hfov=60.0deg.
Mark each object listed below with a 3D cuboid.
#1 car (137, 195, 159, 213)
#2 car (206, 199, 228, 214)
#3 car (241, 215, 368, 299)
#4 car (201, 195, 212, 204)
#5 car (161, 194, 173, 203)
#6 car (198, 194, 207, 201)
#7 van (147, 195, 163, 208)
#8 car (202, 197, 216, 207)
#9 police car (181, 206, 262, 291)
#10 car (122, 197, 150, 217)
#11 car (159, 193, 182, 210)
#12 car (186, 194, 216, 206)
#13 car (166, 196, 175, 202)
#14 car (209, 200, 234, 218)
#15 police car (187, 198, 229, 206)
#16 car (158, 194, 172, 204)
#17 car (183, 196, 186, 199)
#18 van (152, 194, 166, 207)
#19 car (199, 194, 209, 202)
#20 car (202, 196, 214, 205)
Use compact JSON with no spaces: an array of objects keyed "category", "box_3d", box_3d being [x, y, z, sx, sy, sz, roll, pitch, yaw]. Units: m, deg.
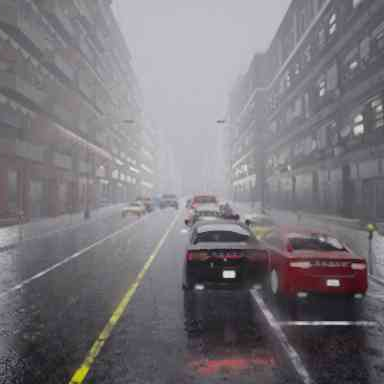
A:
[{"category":"car","box_3d":[-5.226,1.273,36.064,2.192,1.841,5.009,2,0,0]},{"category":"car","box_3d":[2.647,1.509,35.987,2.008,1.369,4.403,1,0,0]},{"category":"car","box_3d":[2.598,1.529,8.333,1.887,1.381,4.507,1,0,0]},{"category":"car","box_3d":[2.707,1.410,63.641,1.967,1.590,4.097,1,0,0]},{"category":"car","box_3d":[-5.168,1.292,69.245,2.192,1.841,5.009,1,0,0]},{"category":"car","box_3d":[2.704,1.447,85.766,1.967,1.590,4.097,1,0,0]},{"category":"van","box_3d":[-5.207,1.298,47.123,1.690,1.788,3.998,2,0,0]},{"category":"car","box_3d":[2.677,1.504,52.579,1.887,1.381,4.507,1,0,0]},{"category":"police car","box_3d":[0.724,1.408,9.111,1.930,1.638,5.238,0,0,0]},{"category":"car","box_3d":[-5.242,1.487,30.363,1.752,1.417,4.829,2,0,0]},{"category":"car","box_3d":[-2.772,1.178,41.415,2.150,2.045,5.566,0,0,0]},{"category":"car","box_3d":[0.869,1.189,25.040,2.150,2.045,5.566,0,0,0]},{"category":"car","box_3d":[-5.154,1.561,80.308,1.947,1.339,4.313,1,0,0]},{"category":"car","box_3d":[2.638,1.506,30.455,1.887,1.381,4.507,1,0,0]},{"category":"police car","box_3d":[0.858,1.395,19.116,1.930,1.638,5.238,0,0,0]},{"category":"car","box_3d":[-5.178,1.285,63.715,2.192,1.841,5.009,1,0,0]},{"category":"car","box_3d":[0.092,1.557,46.059,1.895,1.301,4.718,0,0,0]},{"category":"van","box_3d":[-5.198,1.301,52.655,1.690,1.788,3.998,1,0,0]},{"category":"car","box_3d":[2.688,1.300,74.703,2.192,1.841,5.009,1,0,0]},{"category":"car","box_3d":[2.687,1.509,58.109,1.887,1.381,4.507,1,0,0]}]
